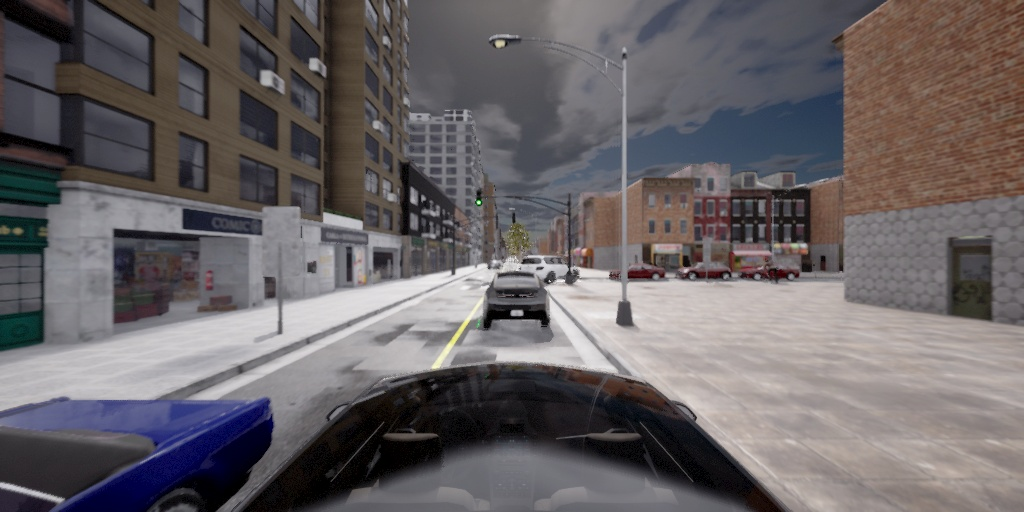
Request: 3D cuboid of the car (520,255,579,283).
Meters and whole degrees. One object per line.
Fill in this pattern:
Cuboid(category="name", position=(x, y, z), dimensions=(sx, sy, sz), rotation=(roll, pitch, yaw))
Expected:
Cuboid(category="car", position=(2.767, 1.002, 26.053), dimensions=(2.150, 2.045, 5.566), rotation=(-2, -1, 38))

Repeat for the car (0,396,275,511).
Cuboid(category="car", position=(-2.847, 1.351, 0.639), dimensions=(1.895, 1.301, 4.718), rotation=(0, 0, 0))

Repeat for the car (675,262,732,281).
Cuboid(category="car", position=(15.830, 1.204, 29.858), dimensions=(4.097, 1.591, 1.967), rotation=(0, 0, 0))

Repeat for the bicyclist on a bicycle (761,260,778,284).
Cuboid(category="bicyclist on a bicycle", position=(17.376, 1.067, 24.210), dimensions=(0.582, 1.620, 1.656), rotation=(0, 0, 0))

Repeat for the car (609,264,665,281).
Cuboid(category="car", position=(10.366, 1.315, 29.861), dimensions=(4.507, 1.381, 1.888), rotation=(0, 0, 0))

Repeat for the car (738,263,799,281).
Cuboid(category="car", position=(21.294, 1.304, 29.852), dimensions=(4.507, 1.381, 1.888), rotation=(0, 0, 0))

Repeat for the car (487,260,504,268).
Cuboid(category="car", position=(-2.822, 1.369, 55.695), dimensions=(2.128, 1.511, 4.902), rotation=(0, 0, 0))

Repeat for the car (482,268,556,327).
Cuboid(category="car", position=(0.094, 1.250, 11.464), dimensions=(1.837, 1.490, 4.892), rotation=(0, -1, -1))
